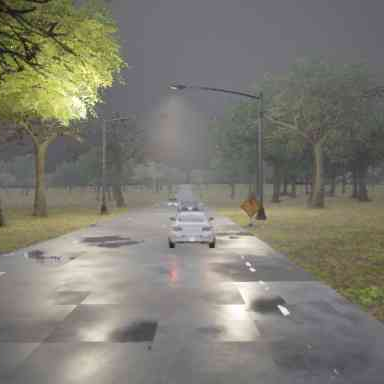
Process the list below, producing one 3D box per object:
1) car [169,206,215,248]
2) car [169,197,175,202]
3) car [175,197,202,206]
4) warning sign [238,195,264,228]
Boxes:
[{"bbox_3d":[-0.009,1.541,14.664,1.812,1.442,4.674,0,0,0],"label":"car"},{"bbox_3d":[-4.308,1.680,75.863,1.895,1.301,4.718,0,0,-1],"label":"car"},{"bbox_3d":[-0.195,1.419,29.650,2.097,1.767,4.553,0,0,-1],"label":"car"},{"bbox_3d":[3.504,1.132,19.769,1.300,1.860,1.060,1,1,-1],"label":"warning sign"}]
